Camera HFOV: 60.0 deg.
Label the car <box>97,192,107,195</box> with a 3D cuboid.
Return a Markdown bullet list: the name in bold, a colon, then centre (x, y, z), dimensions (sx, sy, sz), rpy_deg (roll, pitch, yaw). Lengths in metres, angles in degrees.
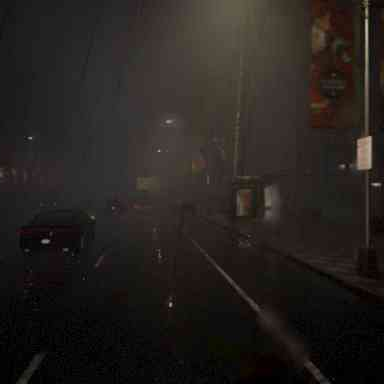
- **car**: centre (-21.077, 0.607, 77.861), dimensions (1.882, 1.535, 5.008), rpy_deg (0, 0, -7)

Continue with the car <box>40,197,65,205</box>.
- **car**: centre (-15.690, 1.303, 37.700), dimensions (1.812, 1.442, 4.674), rpy_deg (0, 0, -8)

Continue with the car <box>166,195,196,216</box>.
- **car**: centre (-0.821, 1.273, 30.269), dimensions (2.231, 1.521, 4.892), rpy_deg (0, 0, -8)

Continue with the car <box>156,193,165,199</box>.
- **car**: centre (-7.694, 0.971, 81.111), dimensions (2.161, 1.482, 4.786), rpy_deg (0, 0, -8)

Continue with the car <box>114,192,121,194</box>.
- **car**: centre (-17.554, 0.706, 77.911), dimensions (1.837, 1.490, 4.892), rpy_deg (0, 0, -7)

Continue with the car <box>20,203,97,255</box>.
- **car**: centre (-4.973, 1.399, 13.011), dimensions (1.882, 1.535, 5.008), rpy_deg (0, 0, -7)

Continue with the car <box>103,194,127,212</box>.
- **car**: centre (-8.035, 1.282, 34.947), dimensions (1.837, 1.490, 4.892), rpy_deg (0, 0, -8)

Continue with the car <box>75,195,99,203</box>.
- **car**: centre (-12.168, 1.294, 37.789), dimensions (1.812, 1.442, 4.674), rpy_deg (0, 0, -8)

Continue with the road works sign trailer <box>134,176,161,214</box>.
- **road works sign trailer**: centre (-4.252, 0.250, 32.456), dimensions (2.380, 3.560, 2.880), rpy_deg (0, 0, -8)

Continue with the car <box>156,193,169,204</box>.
- **car**: centre (-4.927, 0.956, 59.354), dimensions (2.185, 1.767, 4.553), rpy_deg (0, 0, -8)
